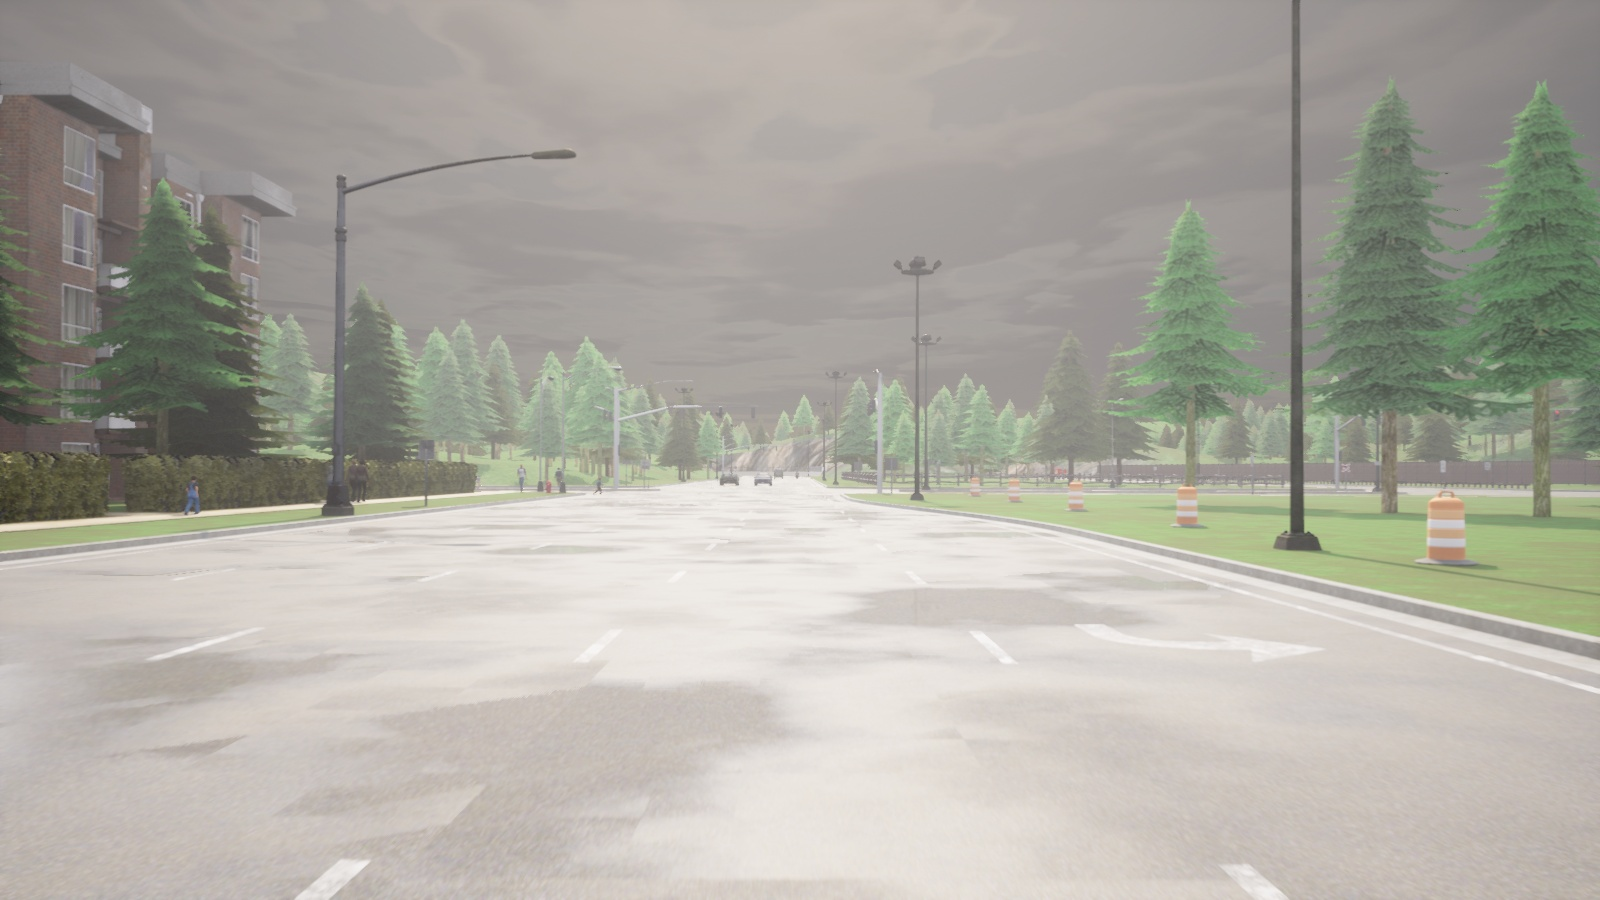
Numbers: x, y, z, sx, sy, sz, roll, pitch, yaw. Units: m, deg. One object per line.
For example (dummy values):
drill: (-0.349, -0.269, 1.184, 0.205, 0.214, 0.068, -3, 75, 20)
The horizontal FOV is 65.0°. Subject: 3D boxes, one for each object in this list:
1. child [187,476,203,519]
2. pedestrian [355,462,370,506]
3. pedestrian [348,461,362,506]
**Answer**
child: (-18.103, 1.425, 37.563, 0.270, 1.263, 0.437, 0, -1, 0)
pedestrian: (-18.121, 1.388, 52.062, 0.328, 1.805, 0.869, 0, -1, -1)
pedestrian: (-18.685, 1.401, 52.745, 0.331, 1.846, 0.634, 0, -1, 0)
